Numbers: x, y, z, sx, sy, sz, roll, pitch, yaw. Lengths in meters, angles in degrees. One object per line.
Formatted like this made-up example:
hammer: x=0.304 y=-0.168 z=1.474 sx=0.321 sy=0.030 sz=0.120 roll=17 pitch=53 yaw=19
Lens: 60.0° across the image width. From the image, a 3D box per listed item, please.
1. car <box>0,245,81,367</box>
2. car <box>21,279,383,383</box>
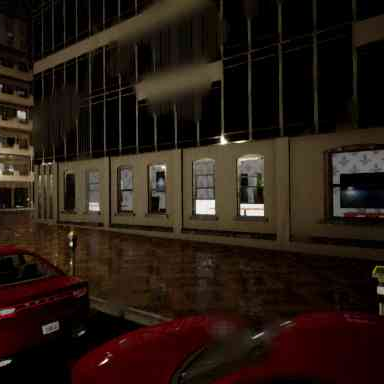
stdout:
car: x=-3.561 y=1.546 z=5.414 sx=4.507 sy=1.381 sz=1.887 roll=0 pitch=-1 yaw=35
car: x=1.016 y=1.545 z=2.158 sx=4.507 sy=1.381 sz=1.887 roll=0 pitch=-1 yaw=35
